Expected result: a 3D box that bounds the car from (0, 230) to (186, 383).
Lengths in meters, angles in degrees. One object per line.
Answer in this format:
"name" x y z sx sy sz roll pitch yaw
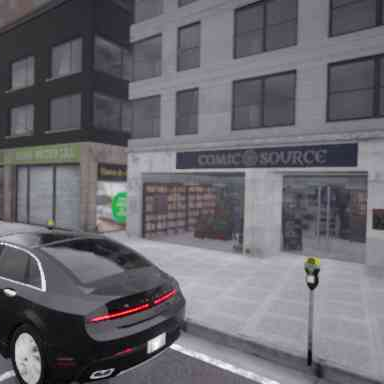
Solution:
"car" -2.367 1.354 5.091 4.892 1.490 1.837 2 1 35
